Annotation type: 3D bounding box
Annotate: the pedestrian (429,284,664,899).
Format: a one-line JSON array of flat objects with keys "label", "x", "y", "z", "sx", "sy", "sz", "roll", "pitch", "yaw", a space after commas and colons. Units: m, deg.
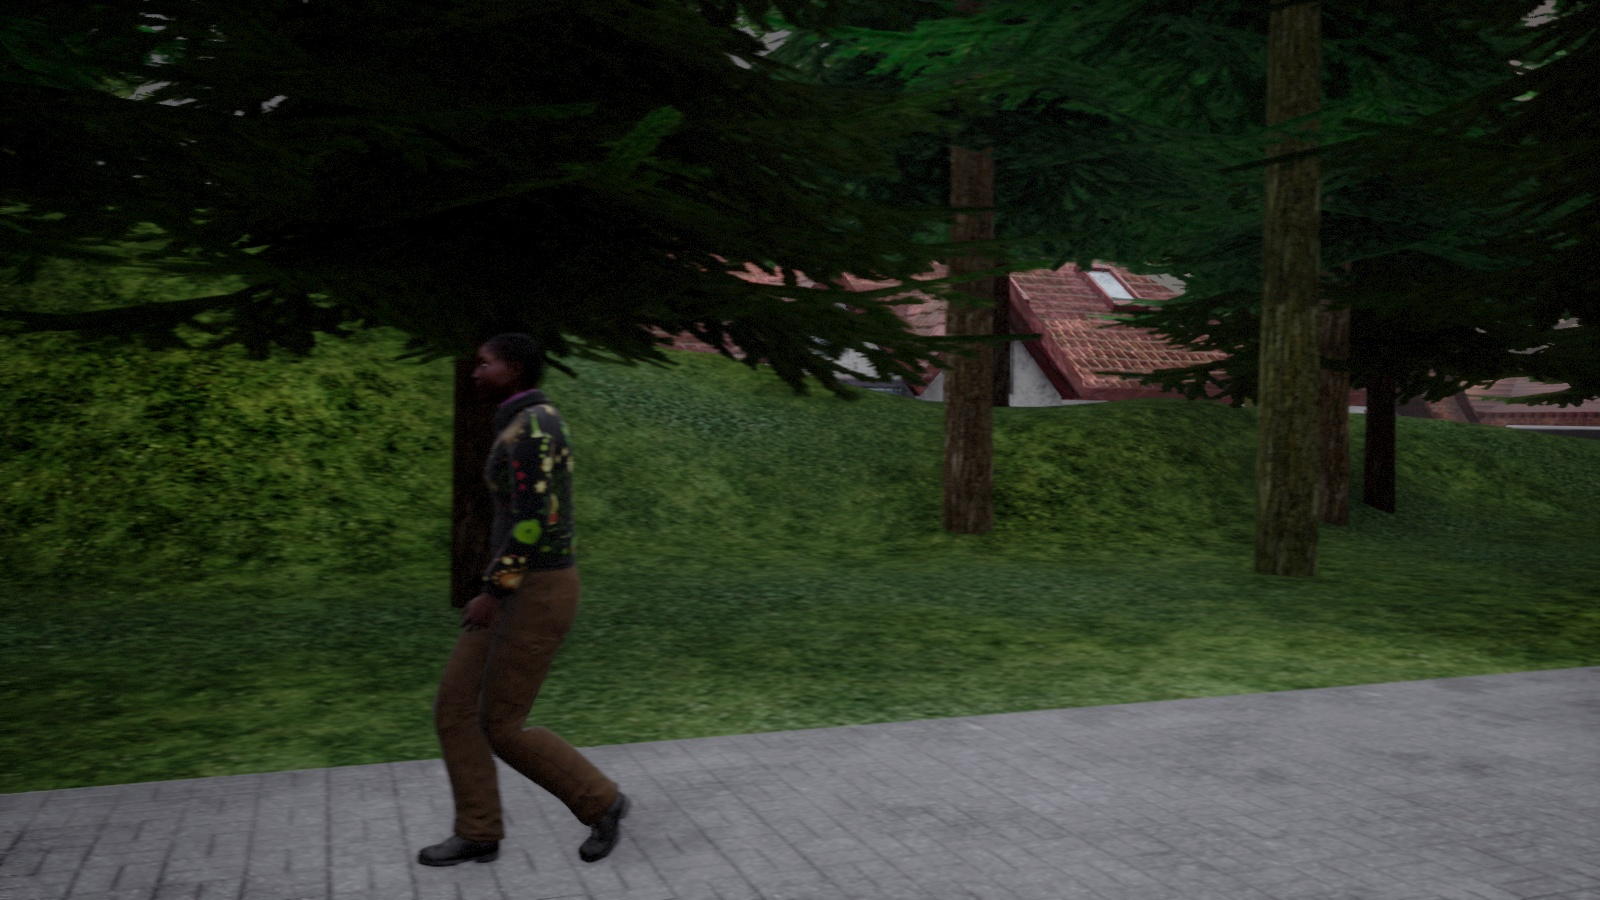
[{"label": "pedestrian", "x": -0.847, "y": 0.449, "z": 4.166, "sx": 0.692, "sy": 1.930, "sz": 0.395, "roll": -1, "pitch": 1, "yaw": -19}]
